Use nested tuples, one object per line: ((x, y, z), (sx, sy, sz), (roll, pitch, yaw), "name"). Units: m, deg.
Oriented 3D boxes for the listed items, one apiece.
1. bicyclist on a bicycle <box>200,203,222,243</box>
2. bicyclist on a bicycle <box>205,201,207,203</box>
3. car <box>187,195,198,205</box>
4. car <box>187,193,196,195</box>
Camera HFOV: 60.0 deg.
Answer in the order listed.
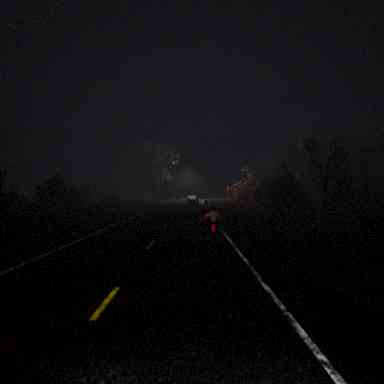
((0.941, 1.432, 14.979), (0.866, 1.612, 1.509), (0, 0, 0), "bicyclist on a bicycle")
((0.985, 1.426, 23.511), (0.866, 1.612, 1.509), (0, 0, 0), "bicyclist on a bicycle")
((0.104, 1.541, 55.628), (1.895, 1.301, 4.718), (0, 0, 0), "car")
((0.030, 1.125, 73.582), (2.150, 2.045, 5.566), (0, 0, 1), "car")
